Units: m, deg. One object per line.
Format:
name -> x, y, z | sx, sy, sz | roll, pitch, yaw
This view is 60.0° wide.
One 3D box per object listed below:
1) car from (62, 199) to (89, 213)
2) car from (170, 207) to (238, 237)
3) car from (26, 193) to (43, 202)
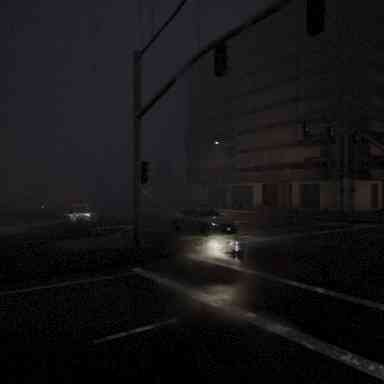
car -> -13.492, 1.537, 38.361 | 1.882, 1.535, 5.008 | 0, 0, -35
car -> 0.512, 1.589, 18.635 | 1.812, 1.442, 4.674 | 0, 0, -35
car -> -27.595, 1.109, 58.230 | 2.150, 2.045, 5.566 | 0, 0, -35
